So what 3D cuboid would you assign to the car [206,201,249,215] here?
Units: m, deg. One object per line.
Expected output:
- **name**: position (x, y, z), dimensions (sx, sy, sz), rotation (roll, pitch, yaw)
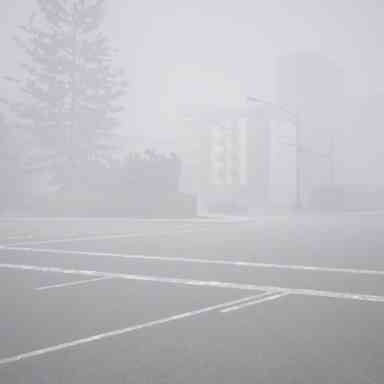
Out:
- **car**: position (3.512, 1.543, 33.342), dimensions (1.895, 1.301, 4.718), rotation (0, 0, -35)
